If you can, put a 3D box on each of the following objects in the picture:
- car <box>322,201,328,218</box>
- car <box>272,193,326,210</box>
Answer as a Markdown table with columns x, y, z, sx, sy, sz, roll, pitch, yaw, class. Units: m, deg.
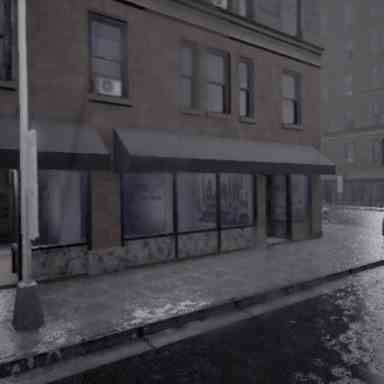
| x | y | z | sx | sy | sz | roll | pitch | yaw | class |
| --- | --- | --- | --- | --- | --- | --- | --- | --- | --- |
| 6.590 | 0.882 | 22.558 | 2.192 | 1.841 | 5.009 | 0 | 1 | -36 | car |
| 10.205 | 0.849 | 32.120 | 1.752 | 1.417 | 4.829 | 0 | 1 | -36 | car |
